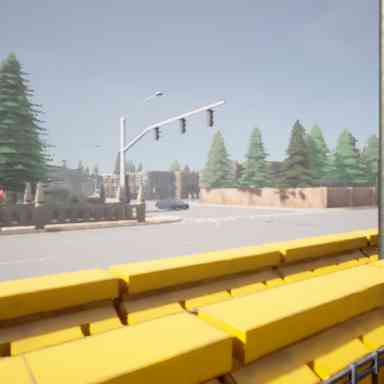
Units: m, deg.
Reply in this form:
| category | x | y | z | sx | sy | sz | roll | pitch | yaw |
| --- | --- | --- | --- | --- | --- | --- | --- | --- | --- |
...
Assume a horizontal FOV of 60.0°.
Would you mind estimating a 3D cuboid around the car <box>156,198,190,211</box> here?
| category | x | y | z | sx | sy | sz | roll | pitch | yaw |
| --- | --- | --- | --- | --- | --- | --- | --- | --- | --- |
| car | -2.423 | 1.425 | 39.964 | 2.033 | 1.411 | 5.357 | 0 | 0 | -35 |
